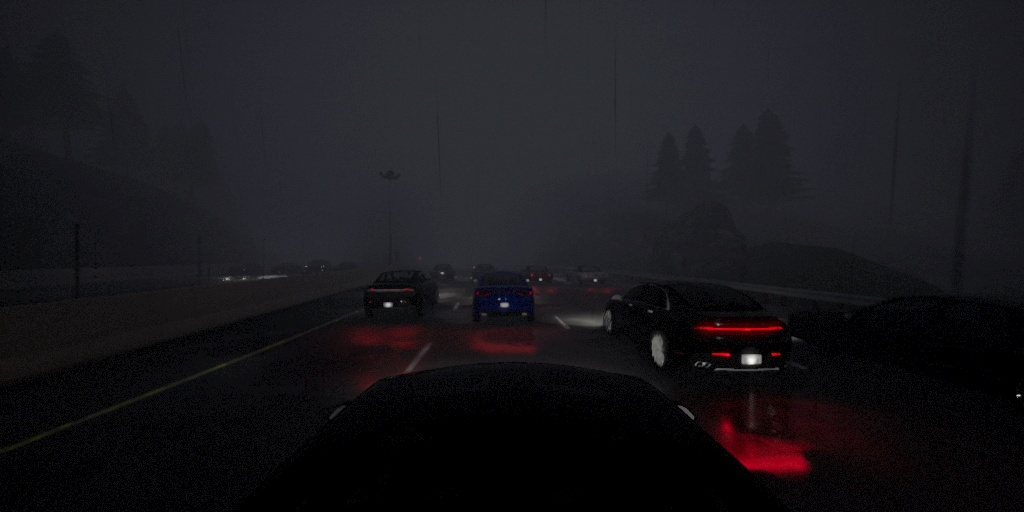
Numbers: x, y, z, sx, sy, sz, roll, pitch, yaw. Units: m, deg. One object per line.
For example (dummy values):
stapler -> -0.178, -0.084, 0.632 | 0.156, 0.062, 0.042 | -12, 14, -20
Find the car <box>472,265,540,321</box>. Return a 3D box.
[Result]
car -> -0.351, 1.239, 12.646 | 1.882, 1.535, 5.008 | 0, 0, -3

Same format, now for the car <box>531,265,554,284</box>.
car -> 1.705, 1.371, 27.313 | 1.895, 1.301, 4.718 | 0, 0, -8

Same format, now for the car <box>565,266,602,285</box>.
car -> 5.352, 1.361, 26.438 | 1.895, 1.301, 4.718 | 0, 0, -8

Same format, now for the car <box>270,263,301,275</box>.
car -> -26.192, 1.452, 41.725 | 1.895, 1.301, 4.718 | 0, 0, -14

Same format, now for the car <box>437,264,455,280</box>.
car -> -5.988, 1.356, 31.155 | 1.994, 1.385, 4.181 | 0, 0, -9

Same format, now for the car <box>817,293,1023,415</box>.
car -> 6.994, 1.284, 5.460 | 2.033, 1.411, 5.357 | 0, 0, -2

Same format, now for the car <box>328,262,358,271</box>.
car -> -18.721, 1.380, 40.639 | 2.033, 1.411, 5.357 | 0, 0, -13

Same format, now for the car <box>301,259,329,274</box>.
car -> -22.775, 1.196, 42.388 | 2.097, 1.767, 4.553 | 0, 0, -14

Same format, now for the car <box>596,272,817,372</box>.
car -> 3.398, 1.252, 7.614 | 1.837, 1.490, 4.892 | 0, 0, -2

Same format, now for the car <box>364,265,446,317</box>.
car -> -3.901, 1.262, 13.259 | 2.128, 1.511, 4.902 | 0, 0, -4

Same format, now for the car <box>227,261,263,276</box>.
car -> -29.275, 1.335, 39.550 | 1.882, 1.535, 5.008 | 0, 0, -14
